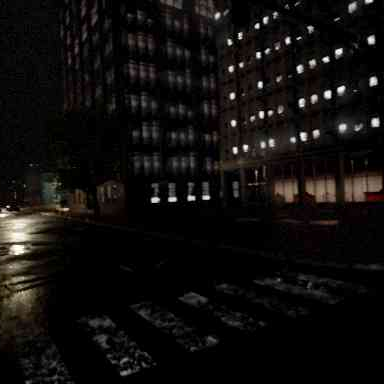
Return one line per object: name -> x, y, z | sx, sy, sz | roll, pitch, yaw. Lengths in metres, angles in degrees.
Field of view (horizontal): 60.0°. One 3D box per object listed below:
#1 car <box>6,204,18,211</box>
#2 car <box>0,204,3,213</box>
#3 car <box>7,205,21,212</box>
car -> -43.308, 3.726, 79.897 | 2.033, 1.411, 5.357 | -3, 0, -32
car -> -40.567, 3.697, 69.331 | 2.128, 1.511, 4.902 | -3, 0, -32
car -> -38.027, 3.615, 71.401 | 1.994, 1.385, 4.181 | -3, 0, -32
